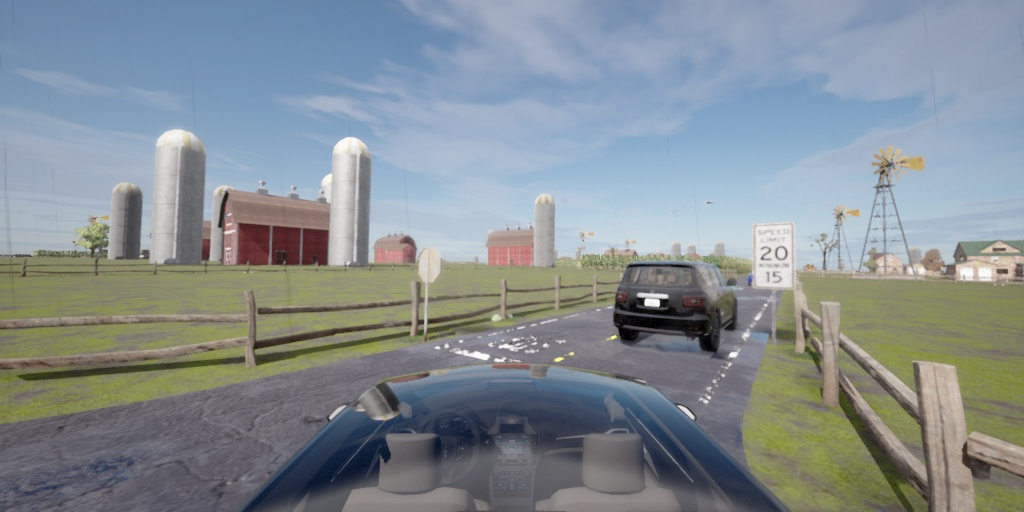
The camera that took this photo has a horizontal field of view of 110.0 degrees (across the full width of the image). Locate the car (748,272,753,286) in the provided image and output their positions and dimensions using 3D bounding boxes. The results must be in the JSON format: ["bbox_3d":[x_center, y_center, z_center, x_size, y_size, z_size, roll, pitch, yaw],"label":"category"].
[{"bbox_3d":[24.355,2.147,35.032,1.882,1.535,5.008,-1,-2,38],"label":"car"}]

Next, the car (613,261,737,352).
[{"bbox_3d":[4.676,1.164,9.862,2.150,2.045,5.566,-1,-2,38],"label":"car"}]

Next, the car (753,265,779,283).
[{"bbox_3d":[30.629,2.128,43.156,2.150,2.045,5.566,-1,-2,38],"label":"car"}]
